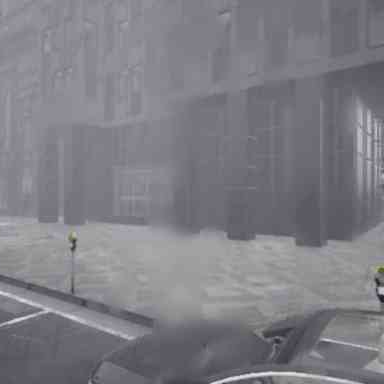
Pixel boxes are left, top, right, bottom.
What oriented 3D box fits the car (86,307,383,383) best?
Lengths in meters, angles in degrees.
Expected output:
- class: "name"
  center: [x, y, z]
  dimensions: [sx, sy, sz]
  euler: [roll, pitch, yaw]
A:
- class: "car"
  center: [1.058, 1.552, 2.208]
  dimensions: [4.403, 1.369, 2.008]
  euler: [0, 0, 35]
